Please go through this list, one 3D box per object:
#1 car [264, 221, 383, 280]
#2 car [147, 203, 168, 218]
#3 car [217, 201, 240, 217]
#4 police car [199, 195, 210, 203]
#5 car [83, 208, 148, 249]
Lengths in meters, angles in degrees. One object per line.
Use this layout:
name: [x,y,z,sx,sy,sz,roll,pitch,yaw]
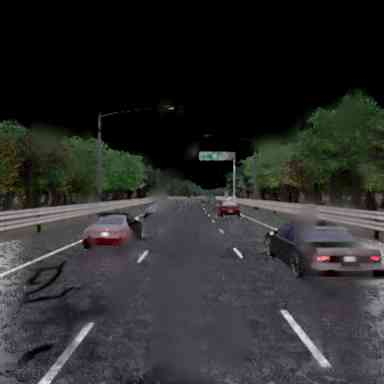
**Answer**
car: [3.599,1.593,10.096,2.033,1.411,5.357,0,0,0]
car: [-3.399,1.724,32.366,1.994,1.385,4.181,0,0,0]
car: [3.600,1.643,33.249,1.882,1.535,5.008,0,0,0]
police car: [3.499,2.015,83.149,2.038,1.542,4.974,0,-1,0]
car: [-3.399,1.633,15.005,1.994,1.385,4.181,0,0,0]
